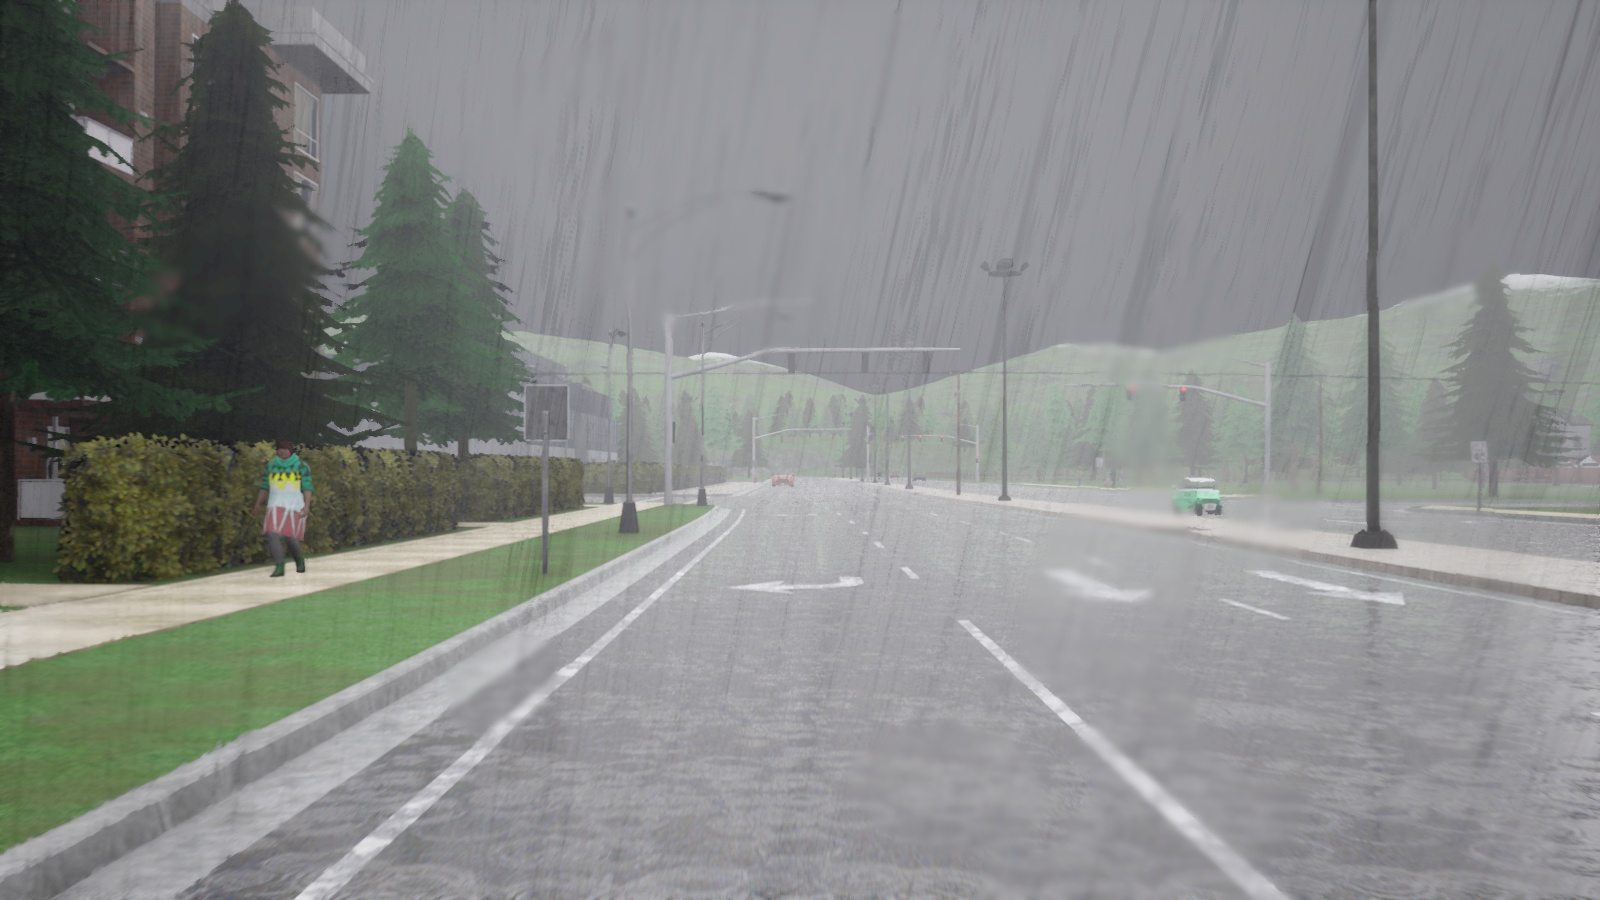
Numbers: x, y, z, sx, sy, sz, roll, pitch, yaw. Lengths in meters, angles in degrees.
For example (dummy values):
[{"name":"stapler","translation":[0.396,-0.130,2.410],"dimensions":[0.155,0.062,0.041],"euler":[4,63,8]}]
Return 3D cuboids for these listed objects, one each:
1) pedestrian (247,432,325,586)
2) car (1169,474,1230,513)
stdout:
[{"name":"pedestrian","translation":[-6.688,0.755,16.383],"dimensions":[0.659,1.952,0.873],"euler":[0,-1,0]},{"name":"car","translation":[14.673,1.584,46.166],"dimensions":[1.481,1.376,2.207],"euler":[0,-1,-2]}]
